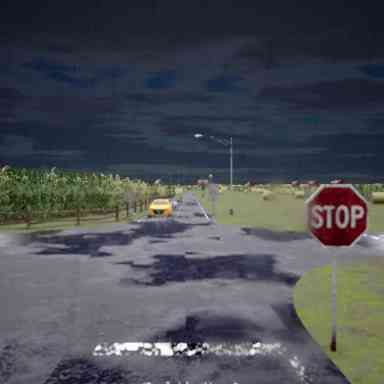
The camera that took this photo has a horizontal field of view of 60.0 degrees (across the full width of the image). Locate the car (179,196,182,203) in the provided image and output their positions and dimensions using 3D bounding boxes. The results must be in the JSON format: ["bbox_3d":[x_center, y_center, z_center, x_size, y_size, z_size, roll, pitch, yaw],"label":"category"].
[{"bbox_3d":[-2.903,1.469,65.169,1.994,1.385,4.181,0,0,0],"label":"car"}]

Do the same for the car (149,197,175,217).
[{"bbox_3d":[-2.900,1.455,31.334,1.882,1.535,5.008,0,0,0],"label":"car"}]

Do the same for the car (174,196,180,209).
[{"bbox_3d":[-2.930,1.557,43.709,1.895,1.301,4.718,0,0,0],"label":"car"}]
